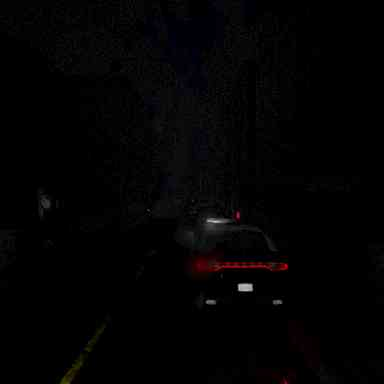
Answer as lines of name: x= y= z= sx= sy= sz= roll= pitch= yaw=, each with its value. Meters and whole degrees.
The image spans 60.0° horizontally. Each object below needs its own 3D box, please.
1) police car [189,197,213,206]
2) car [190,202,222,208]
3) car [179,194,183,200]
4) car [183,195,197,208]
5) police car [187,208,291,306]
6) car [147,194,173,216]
police car: x=0.952 y=1.422 z=24.262 sx=1.930 sy=1.638 sz=5.238 roll=0 pitch=0 yaw=0
car: x=0.939 y=1.503 z=18.152 sx=1.837 sy=1.490 sz=4.892 roll=0 pitch=0 yaw=0
car: x=-2.798 y=1.470 z=93.396 sx=1.837 sy=1.490 sz=4.892 roll=0 pitch=0 yaw=0
car: x=0.140 y=1.345 z=47.927 sx=2.097 sy=1.767 sz=4.553 roll=0 pitch=0 yaw=1
police car: x=0.917 y=1.425 z=8.262 sx=1.930 sy=1.638 sz=5.238 roll=0 pitch=0 yaw=0
car: x=-3.018 y=1.217 z=32.632 sx=2.150 sy=2.045 sz=5.566 roll=0 pitch=0 yaw=0
